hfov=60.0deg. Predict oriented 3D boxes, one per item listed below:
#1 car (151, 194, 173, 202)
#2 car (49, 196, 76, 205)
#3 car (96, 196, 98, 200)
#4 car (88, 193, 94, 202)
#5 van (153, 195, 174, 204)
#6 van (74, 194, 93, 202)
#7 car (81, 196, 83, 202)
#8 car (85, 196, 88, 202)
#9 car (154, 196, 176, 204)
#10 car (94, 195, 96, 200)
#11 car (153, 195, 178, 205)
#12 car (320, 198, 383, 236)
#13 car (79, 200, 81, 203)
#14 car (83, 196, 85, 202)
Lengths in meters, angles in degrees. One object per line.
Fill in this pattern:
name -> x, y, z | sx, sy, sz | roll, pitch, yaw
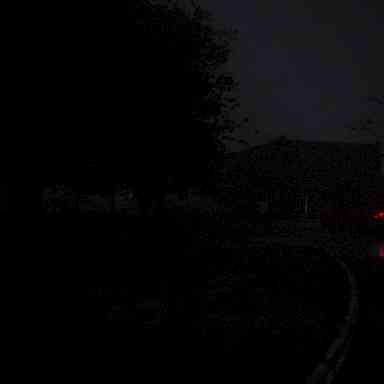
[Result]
car -> -7.933, 1.485, 86.908 | 5.566, 2.045, 2.435 | 0, 0, -8
car -> -25.246, 1.656, 64.148 | 4.553, 1.767, 2.185 | 0, 0, -8
car -> -28.561, 1.679, 88.750 | 5.008, 1.535, 2.097 | 0, 0, -8
car -> -27.491, 1.471, 80.546 | 5.566, 2.045, 2.435 | 0, 0, -8
van -> -6.269, 1.586, 73.236 | 4.442, 1.987, 1.878 | 0, 0, -8
van -> -28.075, 1.468, 86.032 | 4.442, 1.987, 1.878 | 0, 0, -8
car -> -26.004, 1.810, 69.615 | 4.674, 1.452, 2.002 | 0, 0, -8
car -> -26.741, 1.753, 75.085 | 4.892, 1.521, 2.231 | 0, 0, -8
car -> -5.741, 1.693, 70.373 | 4.553, 1.767, 2.185 | 0, 0, -8
car -> -27.643, 1.705, 83.309 | 5.366, 1.575, 1.946 | 0, 0, -8
car -> -5.088, 1.849, 64.977 | 4.792, 1.488, 2.163 | 0, 0, -8
car -> 10.001, 1.360, 19.900 | 2.150, 2.045, 5.566 | 0, 0, -11
car -> -25.647, 1.778, 66.882 | 5.008, 1.535, 2.097 | 0, 0, -8
car -> -26.339, 1.637, 72.352 | 4.553, 1.767, 2.185 | 0, 0, -8
